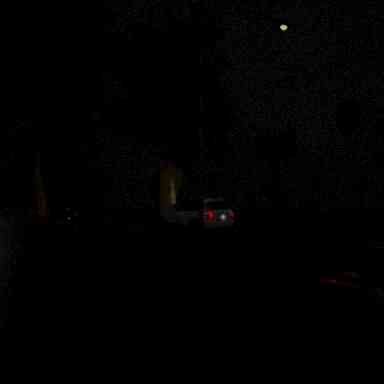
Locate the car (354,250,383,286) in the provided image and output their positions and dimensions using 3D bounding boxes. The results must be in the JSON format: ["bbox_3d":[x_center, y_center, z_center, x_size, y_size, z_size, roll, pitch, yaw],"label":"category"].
[{"bbox_3d":[5.753,1.598,6.143,1.895,1.301,4.718,0,-1,-35],"label":"car"}]

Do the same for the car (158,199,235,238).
[{"bbox_3d":[0.085,1.417,19.437,2.150,2.045,5.566,0,-1,-35],"label":"car"}]

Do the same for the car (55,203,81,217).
[{"bbox_3d":[-15.791,2.233,42.219,1.837,1.490,4.892,0,-1,-35],"label":"car"}]

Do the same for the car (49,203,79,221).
[{"bbox_3d":[-12.812,2.095,32.798,2.033,1.411,5.357,0,-1,-35],"label":"car"}]
